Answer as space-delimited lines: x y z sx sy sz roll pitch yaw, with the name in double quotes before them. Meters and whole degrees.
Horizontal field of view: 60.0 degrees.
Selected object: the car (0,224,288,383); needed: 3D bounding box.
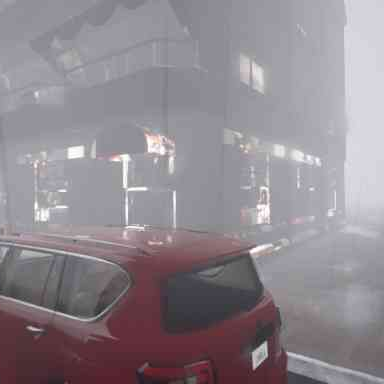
"car" -1.431 1.316 3.903 5.009 1.841 2.192 0 -1 35
